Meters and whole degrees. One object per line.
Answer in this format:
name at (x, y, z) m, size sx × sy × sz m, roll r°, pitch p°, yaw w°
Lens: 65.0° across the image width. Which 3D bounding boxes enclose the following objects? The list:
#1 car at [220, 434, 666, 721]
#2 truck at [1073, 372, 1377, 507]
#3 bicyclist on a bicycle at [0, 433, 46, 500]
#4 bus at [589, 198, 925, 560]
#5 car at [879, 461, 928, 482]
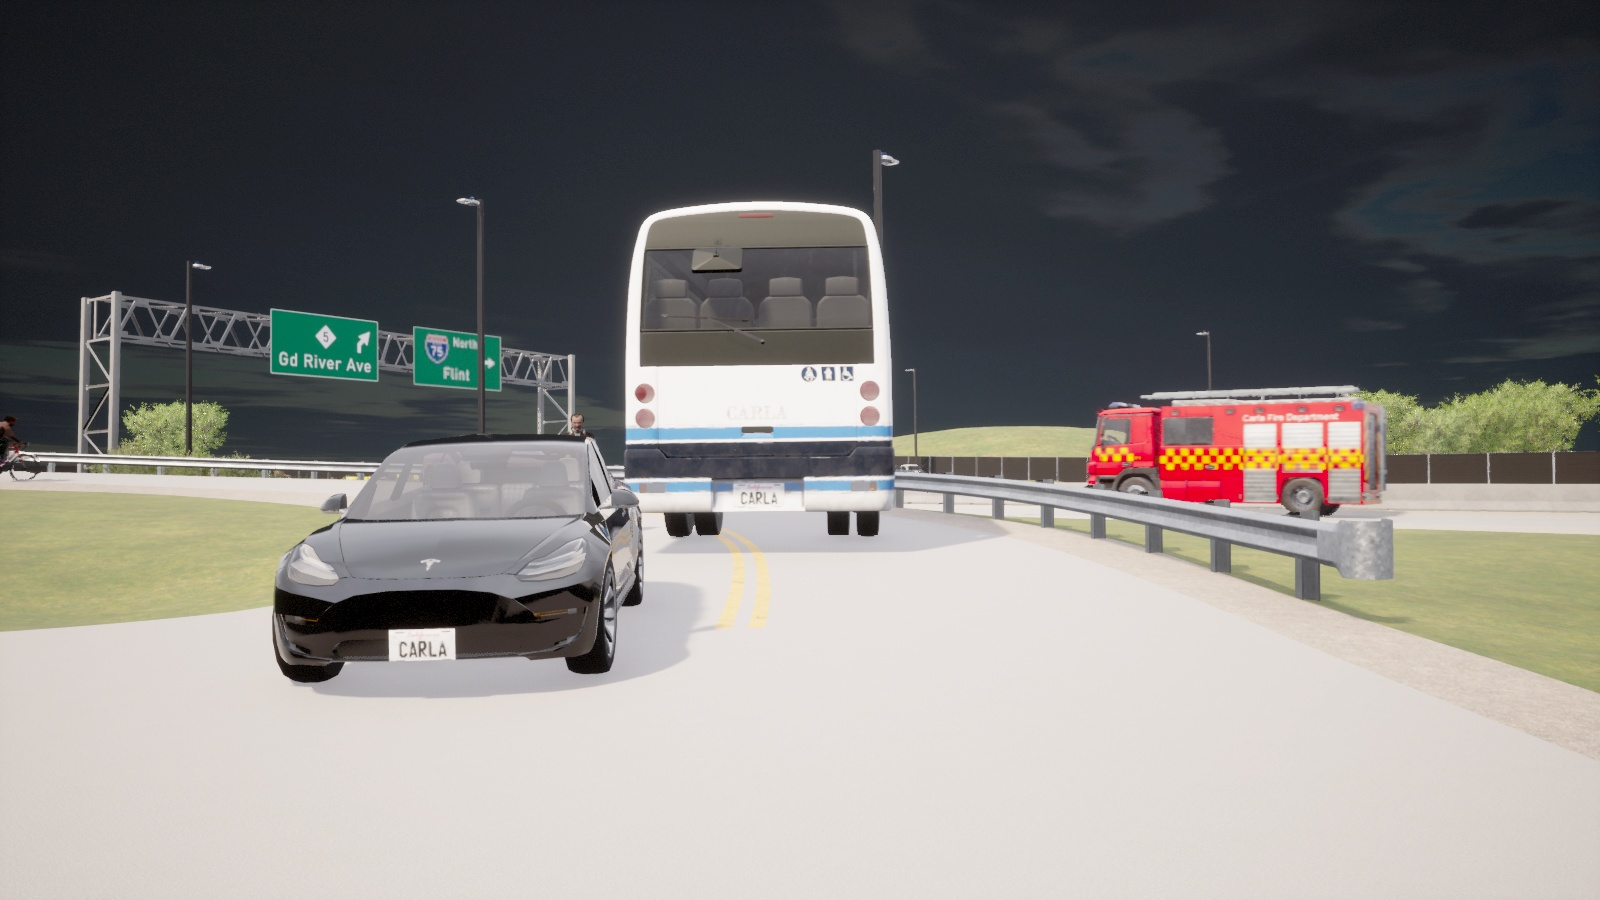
car at (-2.219, 0.669, 9.344) m, size 2.163 × 1.488 × 4.792 m, roll -2°, pitch 1°, yaw -4°
truck at (13.145, -0.174, 39.292) m, size 8.468 × 3.827 × 2.891 m, roll -2°, pitch -2°, yaw 35°
bicyclist on a bicycle at (-19.390, 0.400, 30.575) m, size 0.582 × 1.620 × 1.656 m, roll 0°, pitch 0°, yaw 35°
bus at (-0.307, -0.930, 20.340) m, size 3.944 × 4.253 × 10.273 m, roll -2°, pitch 1°, yaw 2°
car at (7.920, 1.661, 96.421) m, size 1.970 × 1.475 × 3.806 m, roll -1°, pitch -1°, yaw -28°
